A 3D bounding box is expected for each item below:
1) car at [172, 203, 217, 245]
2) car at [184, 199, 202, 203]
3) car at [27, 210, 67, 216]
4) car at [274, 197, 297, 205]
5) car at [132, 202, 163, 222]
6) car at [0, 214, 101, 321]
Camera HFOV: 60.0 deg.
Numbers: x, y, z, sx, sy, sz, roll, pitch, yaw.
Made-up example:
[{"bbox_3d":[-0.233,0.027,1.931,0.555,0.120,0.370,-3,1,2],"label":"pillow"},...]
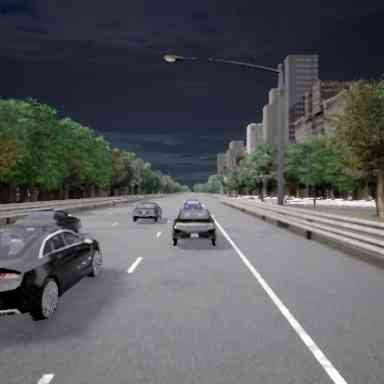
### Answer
[{"bbox_3d":[0.097,1.472,15.391,2.128,1.511,4.902,0,0,0],"label":"car"},{"bbox_3d":[0.095,1.463,33.170,1.812,1.442,4.674,0,0,0],"label":"car"},{"bbox_3d":[-6.903,1.543,16.120,1.994,1.385,4.181,0,0,0],"label":"car"},{"bbox_3d":[16.745,1.535,59.393,2.163,1.488,4.792,0,1,-33],"label":"car"},{"bbox_3d":[-3.404,1.502,26.035,2.033,1.411,5.357,0,0,0],"label":"car"},{"bbox_3d":[-3.401,1.487,7.255,2.128,1.511,4.902,0,0,0],"label":"car"}]
